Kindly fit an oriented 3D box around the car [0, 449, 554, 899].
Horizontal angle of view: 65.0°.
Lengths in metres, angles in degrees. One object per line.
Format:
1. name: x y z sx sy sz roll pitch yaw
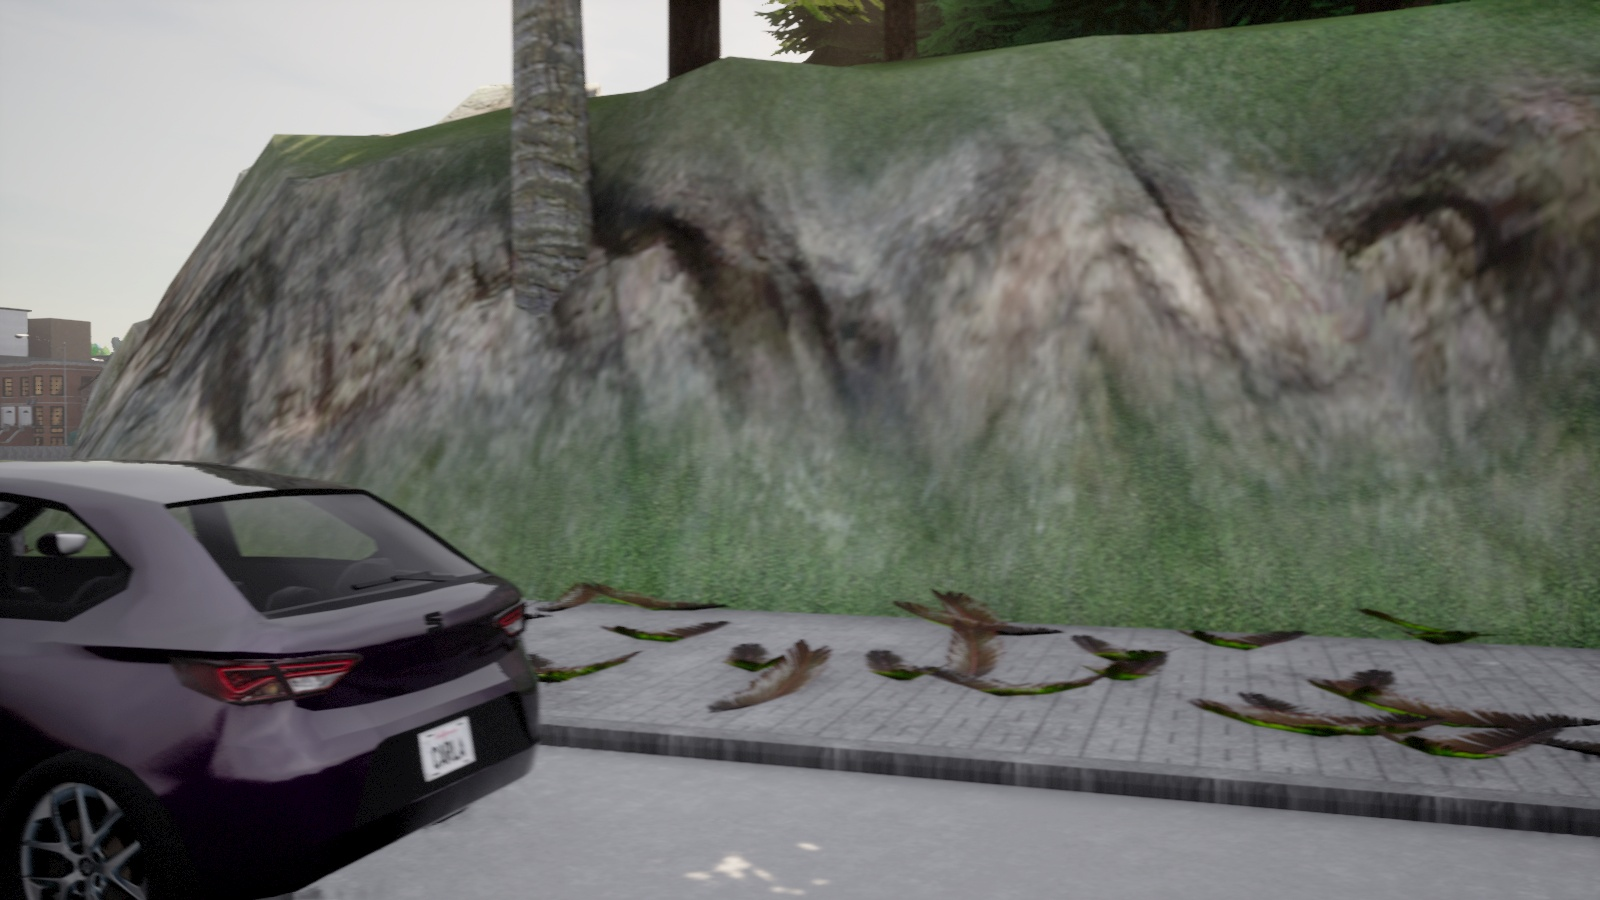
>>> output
1. car: -3.259 0.751 4.821 4.193 1.474 1.816 1 1 19
